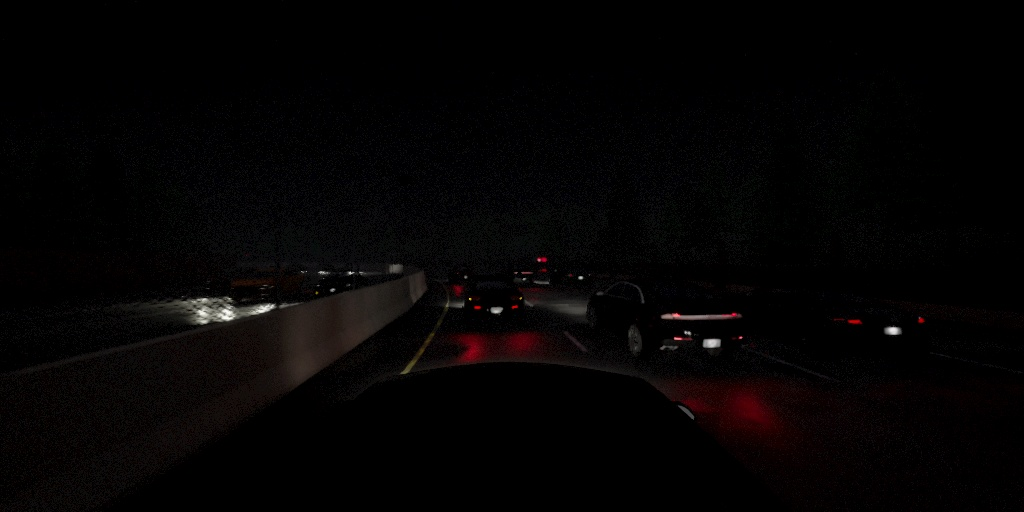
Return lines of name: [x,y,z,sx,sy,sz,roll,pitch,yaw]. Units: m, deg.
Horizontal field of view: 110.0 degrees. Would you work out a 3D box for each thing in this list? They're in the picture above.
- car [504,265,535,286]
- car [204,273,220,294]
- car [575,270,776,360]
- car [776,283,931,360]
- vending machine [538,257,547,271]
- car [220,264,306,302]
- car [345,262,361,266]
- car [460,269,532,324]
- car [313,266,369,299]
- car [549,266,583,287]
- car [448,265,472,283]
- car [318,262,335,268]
car: [0.264,1.375,26.713,2.128,1.511,4.902,0,0,-14]
car: [-16.778,1.415,22.165,1.882,1.535,5.008,0,0,-15]
car: [3.194,1.263,8.434,2.128,1.511,4.902,0,0,-4]
car: [6.675,1.319,8.406,1.994,1.385,4.181,0,0,-4]
vending machine: [4.220,1.185,49.898,1.100,2.100,0.880,0,0,-25]
car: [-12.414,1.376,18.554,1.882,1.535,5.008,0,0,-12]
car: [-25.297,1.656,56.995,2.128,1.511,4.902,0,0,-35]
car: [-0.658,1.335,12.141,1.812,1.442,4.674,0,0,-6]
car: [-8.987,1.449,19.138,1.994,1.385,4.181,0,0,-12]
car: [4.094,1.424,25.642,1.994,1.385,4.181,0,0,-13]
car: [-4.197,1.446,29.742,1.812,1.442,4.674,0,0,-16]
car: [-29.074,1.680,56.246,1.837,1.490,4.892,0,0,-36]
